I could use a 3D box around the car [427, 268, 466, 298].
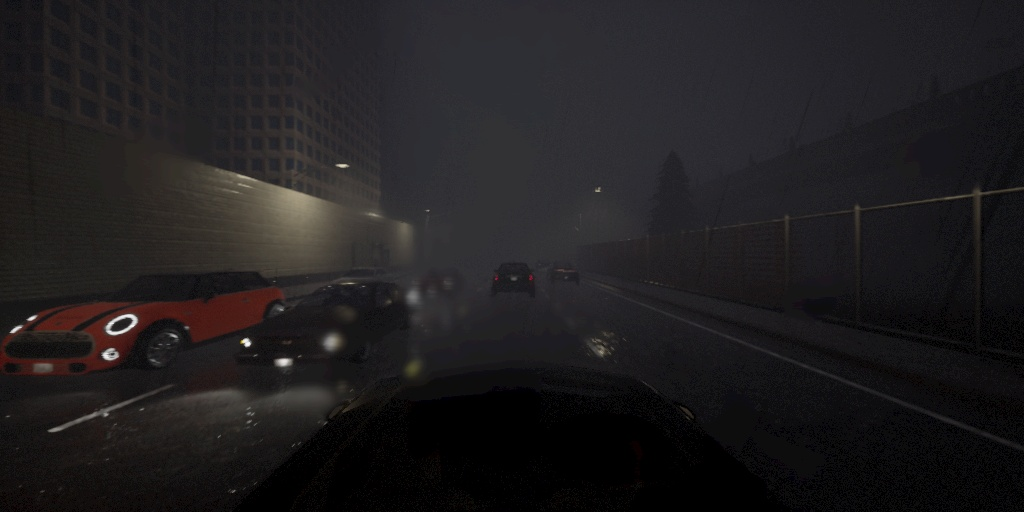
[{"bbox_3d":[-3.587,1.311,18.272,1.895,1.301,4.718,0,0,0],"label":"car"}]

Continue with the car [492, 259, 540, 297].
[{"bbox_3d":[0.093,1.054,18.492,2.097,1.767,4.553,0,0,0],"label":"car"}]

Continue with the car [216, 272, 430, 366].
[{"bbox_3d":[-3.601,1.286,8.317,2.033,1.411,5.357,0,0,0],"label":"car"}]

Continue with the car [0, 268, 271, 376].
[{"bbox_3d":[-7.102,1.100,7.677,2.097,1.767,4.553,0,0,0],"label":"car"}]

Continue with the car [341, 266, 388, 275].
[{"bbox_3d":[-7.091,1.246,17.357,1.812,1.442,4.674,0,0,0],"label":"car"}]

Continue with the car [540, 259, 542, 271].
[{"bbox_3d":[3.537,1.124,40.276,2.128,1.511,4.902,0,0,0],"label":"car"}]

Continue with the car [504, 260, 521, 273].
[{"bbox_3d":[0.068,1.161,41.546,1.812,1.442,4.674,0,0,0],"label":"car"}]

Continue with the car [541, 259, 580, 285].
[{"bbox_3d":[3.504,1.167,25.150,2.128,1.511,4.902,0,0,0],"label":"car"}]
